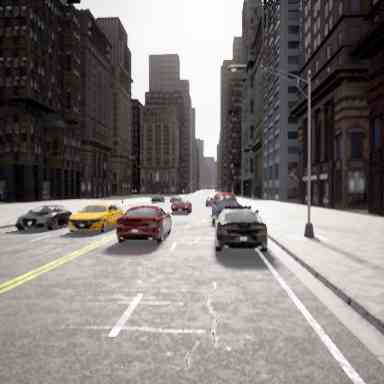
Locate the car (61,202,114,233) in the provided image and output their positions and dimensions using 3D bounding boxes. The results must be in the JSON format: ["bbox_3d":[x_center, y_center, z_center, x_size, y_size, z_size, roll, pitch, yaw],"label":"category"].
[{"bbox_3d":[-5.376,1.390,19.191,1.882,1.535,5.008,0,0,3],"label":"car"}]

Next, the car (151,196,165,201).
[{"bbox_3d":[-6.149,1.368,60.090,1.895,1.301,4.718,0,0,4],"label":"car"}]

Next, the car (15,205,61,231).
[{"bbox_3d":[-8.594,1.474,19.831,1.994,1.385,4.181,0,0,3],"label":"car"}]

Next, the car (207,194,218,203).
[{"bbox_3d":[3.968,1.247,64.958,2.128,1.511,4.902,0,0,3],"label":"car"}]

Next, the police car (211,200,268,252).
[{"bbox_3d":[1.890,1.361,13.791,1.930,1.638,5.238,0,0,3],"label":"police car"}]

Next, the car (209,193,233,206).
[{"bbox_3d":[2.839,1.093,29.683,2.150,2.045,5.566,0,0,3],"label":"car"}]

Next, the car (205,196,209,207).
[{"bbox_3d":[2.949,1.368,47.758,1.994,1.385,4.181,0,0,4],"label":"car"}]

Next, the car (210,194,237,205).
[{"bbox_3d":[2.477,1.245,23.634,2.097,1.767,4.553,0,0,3],"label":"car"}]

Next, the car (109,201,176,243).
[{"bbox_3d":[-2.125,1.405,15.779,1.882,1.535,5.008,0,0,3],"label":"car"}]

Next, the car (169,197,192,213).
[{"bbox_3d":[-1.013,1.451,34.403,1.895,1.301,4.718,0,0,3],"label":"car"}]
